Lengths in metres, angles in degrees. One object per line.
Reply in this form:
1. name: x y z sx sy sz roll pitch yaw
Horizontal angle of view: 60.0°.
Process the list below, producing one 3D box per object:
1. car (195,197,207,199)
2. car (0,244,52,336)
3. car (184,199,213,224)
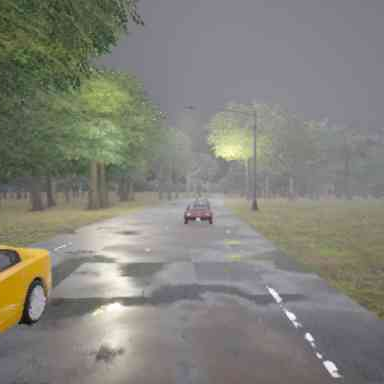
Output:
1. car: 1.204 1.279 41.723 1.994 1.385 4.181 0 0 3
2. car: -3.565 1.455 4.198 1.882 1.535 5.008 0 0 0
3. car: 0.468 1.443 23.490 1.895 1.301 4.718 0 0 2
